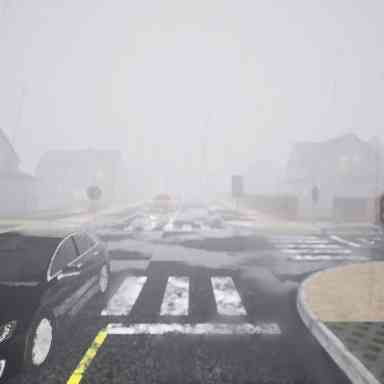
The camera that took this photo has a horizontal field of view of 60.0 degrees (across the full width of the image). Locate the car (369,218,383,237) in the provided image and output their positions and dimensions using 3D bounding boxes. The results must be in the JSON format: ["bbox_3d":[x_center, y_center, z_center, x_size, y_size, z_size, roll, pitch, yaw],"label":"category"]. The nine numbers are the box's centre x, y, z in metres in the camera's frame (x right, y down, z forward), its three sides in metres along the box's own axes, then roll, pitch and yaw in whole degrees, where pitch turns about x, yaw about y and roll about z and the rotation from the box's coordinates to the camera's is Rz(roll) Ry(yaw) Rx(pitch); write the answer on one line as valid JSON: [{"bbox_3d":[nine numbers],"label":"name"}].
[{"bbox_3d":[10.418,1.459,14.443,4.718,1.301,1.895,0,1,2],"label":"car"}]

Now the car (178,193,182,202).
[{"bbox_3d":[-2.645,0.781,54.292,2.033,1.411,5.357,0,0,0],"label":"car"}]

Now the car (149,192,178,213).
[{"bbox_3d":[-2.690,0.955,31.008,2.097,1.767,4.553,0,1,0],"label":"car"}]

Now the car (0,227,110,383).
[{"bbox_3d":[-2.736,1.430,5.559,1.837,1.490,4.892,0,1,0],"label":"car"}]
